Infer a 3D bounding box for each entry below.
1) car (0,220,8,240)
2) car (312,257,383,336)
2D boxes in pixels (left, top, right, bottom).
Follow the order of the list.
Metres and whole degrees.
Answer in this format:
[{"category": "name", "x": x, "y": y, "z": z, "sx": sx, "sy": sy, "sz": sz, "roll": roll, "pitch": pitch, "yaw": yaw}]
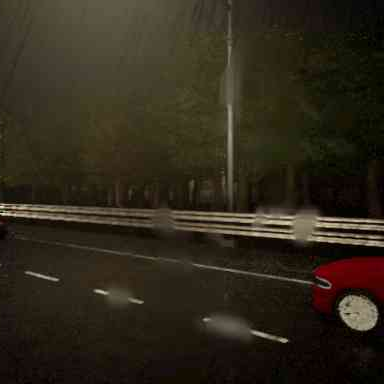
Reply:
[{"category": "car", "x": -10.582, "y": 1.570, "z": 15.745, "sx": 4.181, "sy": 1.385, "sz": 1.994, "roll": 0, "pitch": 0, "yaw": 36}, {"category": "car", "x": 4.436, "y": 1.495, "z": 5.005, "sx": 5.008, "sy": 1.535, "sz": 1.882, "roll": 0, "pitch": 0, "yaw": 36}]
